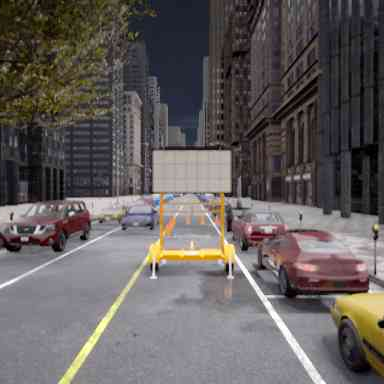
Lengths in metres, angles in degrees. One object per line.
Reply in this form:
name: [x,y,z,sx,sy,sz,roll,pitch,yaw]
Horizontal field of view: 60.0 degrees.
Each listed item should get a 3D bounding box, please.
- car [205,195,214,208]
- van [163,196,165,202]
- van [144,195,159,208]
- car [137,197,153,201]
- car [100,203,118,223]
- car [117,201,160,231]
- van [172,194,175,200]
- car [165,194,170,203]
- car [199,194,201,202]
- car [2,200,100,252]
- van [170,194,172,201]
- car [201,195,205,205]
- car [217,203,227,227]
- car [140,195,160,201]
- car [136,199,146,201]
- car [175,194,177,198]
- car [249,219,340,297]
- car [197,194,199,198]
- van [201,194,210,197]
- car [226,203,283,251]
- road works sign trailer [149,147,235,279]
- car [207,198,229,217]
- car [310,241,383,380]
car: [2.768,1.408,36.676,1.967,1.590,4.097,0,0,0]
van: [-5.755,1.299,53.702,1.690,1.788,3.998,0,0,0]
van: [-5.755,1.302,48.024,1.690,1.788,3.998,0,0,0]
car: [-5.757,1.550,36.669,1.802,1.307,4.206,0,0,0]
car: [-5.759,1.502,25.144,1.752,1.417,4.829,0,0,0]
car: [-3.097,1.506,20.653,1.812,1.442,4.674,0,0,0]
van: [-5.750,1.288,82.089,1.690,1.788,3.998,0,0,0]
car: [-5.752,1.534,65.056,1.802,1.307,4.206,0,0,0]
car: [2.772,1.499,59.387,1.887,1.381,4.507,0,0,0]
car: [-5.761,1.301,13.959,2.192,1.841,5.009,0,0,0]
van: [-5.752,1.291,70.734,1.690,1.788,3.998,0,0,0]
car: [2.770,1.511,48.032,2.008,1.369,4.403,0,0,0]
car: [2.765,1.547,19.644,1.947,1.339,4.313,0,0,0]
car: [-5.757,1.280,42.347,2.192,1.841,5.009,0,0,0]
car: [-5.758,1.554,30.992,1.802,1.307,4.206,0,0,0]
car: [-5.748,1.471,87.596,1.752,1.417,4.829,0,0,0]
car: [2.763,1.573,8.289,1.802,1.307,4.206,0,0,0]
car: [2.775,1.389,76.420,1.967,1.590,4.097,0,0,0]
van: [2.770,1.299,53.710,1.690,1.788,3.998,0,0,0]
car: [2.764,1.426,13.966,1.967,1.590,4.097,0,0,0]
road works sign trailer: [0.002,0.454,10.021,2.380,3.560,2.880,0,0,0]
car: [2.767,1.523,30.999,2.008,1.369,4.403,0,0,0]
car: [2.762,1.522,2.781,1.752,1.417,4.829,0,0,0]
